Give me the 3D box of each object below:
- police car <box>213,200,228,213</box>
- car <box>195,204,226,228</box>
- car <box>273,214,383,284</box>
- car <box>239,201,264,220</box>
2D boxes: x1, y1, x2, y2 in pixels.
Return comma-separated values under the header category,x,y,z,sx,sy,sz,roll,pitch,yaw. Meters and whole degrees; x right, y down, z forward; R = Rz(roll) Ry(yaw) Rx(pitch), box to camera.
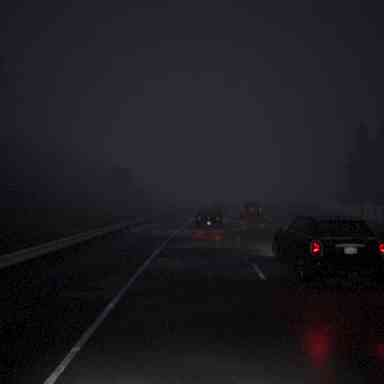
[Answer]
category,x,y,z,sx,sy,sz,roll,pitch,yaw
police car,3.490,1.811,41.916,1.930,1.638,5.238,0,-1,9
car,1.324,1.826,24.494,1.895,1.301,4.718,0,-1,5
car,3.887,1.449,10.094,2.097,1.767,4.553,0,-1,2
car,5.674,1.652,32.167,2.097,1.767,4.553,0,-1,7
